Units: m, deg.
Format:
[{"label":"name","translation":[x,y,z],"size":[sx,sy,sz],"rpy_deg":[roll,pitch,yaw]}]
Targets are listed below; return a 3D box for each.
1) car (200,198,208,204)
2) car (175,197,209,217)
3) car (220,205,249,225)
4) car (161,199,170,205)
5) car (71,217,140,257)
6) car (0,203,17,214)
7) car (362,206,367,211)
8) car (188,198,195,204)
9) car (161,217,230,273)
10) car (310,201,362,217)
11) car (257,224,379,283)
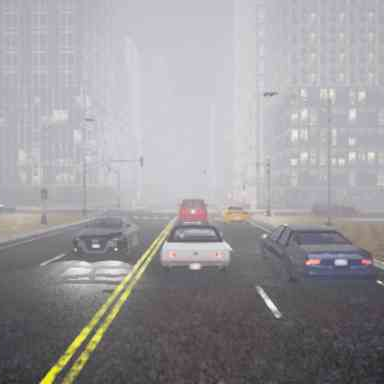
[{"label":"car","translation":[3.188,2.439,89.051],"size":[2.033,1.411,5.357],"rpy_deg":[0,-1,0]},{"label":"car","translation":[0.082,1.491,25.372],"size":[2.150,2.045,5.566],"rpy_deg":[0,-1,0]},{"label":"car","translation":[3.335,1.760,26.462],"size":[1.882,1.535,5.008],"rpy_deg":[0,-1,1]},{"label":"car","translation":[-6.559,2.372,82.614],"size":[2.128,1.511,4.902],"rpy_deg":[0,-1,0]},{"label":"car","translation":[-3.354,1.713,13.567],"size":[1.994,1.385,4.181],"rpy_deg":[0,-1,0]},{"label":"car","translation":[-22.753,1.854,38.776],"size":[4.313,1.339,1.947],"rpy_deg":[1,0,1]},{"label":"car","translation":[21.777,2.153,46.562],"size":[4.829,1.417,1.752],"rpy_deg":[0,0,1]},{"label":"car","translation":[-0.063,2.428,89.465],"size":[1.812,1.442,4.674],"rpy_deg":[0,-1,0]},{"label":"car","translation":[0.093,1.722,11.089],"size":[1.895,1.301,4.718],"rpy_deg":[0,-1,0]},{"label":"car","translation":[16.174,1.939,38.273],"size":[5.009,1.841,2.192],"rpy_deg":[0,0,1]},{"label":"car","translation":[3.342,1.656,9.975],"size":[2.033,1.411,5.357],"rpy_deg":[0,-1,0]}]
